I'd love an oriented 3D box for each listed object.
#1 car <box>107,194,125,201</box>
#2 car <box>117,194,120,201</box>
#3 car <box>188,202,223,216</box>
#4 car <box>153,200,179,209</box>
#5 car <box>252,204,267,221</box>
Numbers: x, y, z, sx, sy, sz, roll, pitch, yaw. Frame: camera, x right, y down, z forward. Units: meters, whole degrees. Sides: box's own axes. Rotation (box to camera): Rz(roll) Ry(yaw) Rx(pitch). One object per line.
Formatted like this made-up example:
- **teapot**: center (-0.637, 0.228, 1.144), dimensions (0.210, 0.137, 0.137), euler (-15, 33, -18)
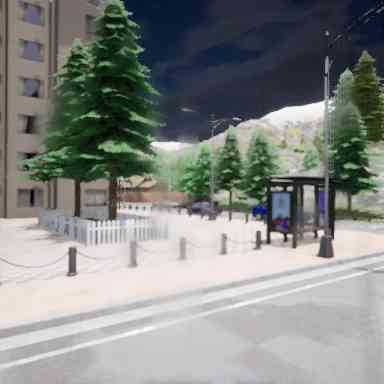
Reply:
- **car**: center (-19.404, 1.361, 85.051), dimensions (3.866, 1.878, 1.905), euler (0, 0, -36)
- **car**: center (-17.623, 1.361, 83.235), dimensions (4.605, 1.855, 1.932), euler (0, 0, -36)
- **car**: center (1.320, 1.705, 34.594), dimensions (1.994, 1.385, 4.181), euler (0, 0, -35)
- **car**: center (-3.893, 1.764, 48.275), dimensions (1.895, 1.301, 4.718), euler (0, 0, -35)
- **car**: center (7.036, 1.619, 26.419), dimensions (1.882, 1.535, 5.008), euler (0, 0, -35)
